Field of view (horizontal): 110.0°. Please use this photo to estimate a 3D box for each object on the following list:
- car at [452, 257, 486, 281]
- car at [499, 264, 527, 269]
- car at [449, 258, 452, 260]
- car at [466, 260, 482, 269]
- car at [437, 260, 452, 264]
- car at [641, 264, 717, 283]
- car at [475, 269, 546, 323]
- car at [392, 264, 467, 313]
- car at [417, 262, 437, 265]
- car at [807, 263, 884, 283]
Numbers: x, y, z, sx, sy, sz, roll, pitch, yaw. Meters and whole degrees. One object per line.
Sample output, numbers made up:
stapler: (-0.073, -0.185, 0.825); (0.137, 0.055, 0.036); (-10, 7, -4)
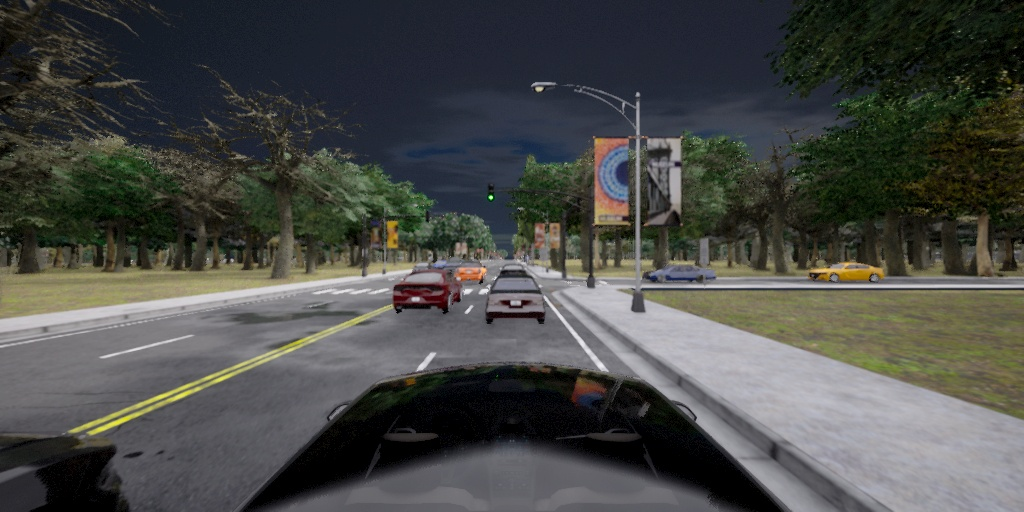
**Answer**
car: (-3.163, 1.196, 28.460); (2.097, 1.767, 4.553); (0, 0, 0)
car: (0.083, 1.315, 26.866); (1.882, 1.535, 5.008); (0, 0, 0)
car: (-9.857, 1.409, 50.157); (1.882, 1.535, 5.008); (0, 0, 0)
car: (-6.542, 1.472, 61.709); (2.128, 1.511, 4.902); (0, 0, 0)
car: (-6.610, 1.454, 39.818); (1.994, 1.385, 4.181); (0, 0, 1)
car: (13.076, 1.369, 28.224); (5.357, 1.411, 2.033); (0, 0, 0)
car: (0.093, 1.333, 12.277); (2.033, 1.411, 5.357); (0, 0, 0)
car: (-3.159, 1.271, 14.240); (1.882, 1.535, 5.008); (0, 0, 0)
car: (-9.858, 1.417, 40.147); (1.812, 1.442, 4.674); (0, 0, 0)
car: (26.157, 1.285, 28.216); (5.008, 1.535, 1.882); (0, 0, 0)
